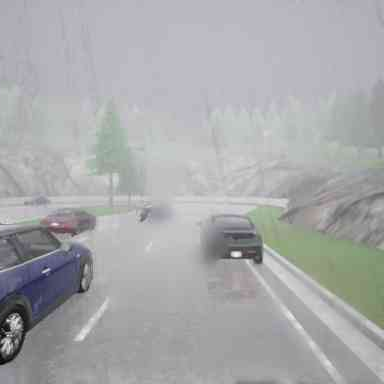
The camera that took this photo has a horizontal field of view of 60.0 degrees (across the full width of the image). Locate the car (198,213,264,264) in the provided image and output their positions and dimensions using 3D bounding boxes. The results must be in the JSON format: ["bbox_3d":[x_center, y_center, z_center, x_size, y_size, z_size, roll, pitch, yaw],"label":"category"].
[{"bbox_3d":[1.270,1.516,11.842,1.837,1.490,4.892,0,0,0],"label":"car"}]

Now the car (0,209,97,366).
[{"bbox_3d":[-3.378,1.357,5.984,2.097,1.767,4.553,0,0,0],"label":"car"}]

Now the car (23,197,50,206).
[{"bbox_3d":[-25.867,1.552,55.503,1.837,1.490,4.892,0,0,17],"label":"car"}]

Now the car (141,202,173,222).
[{"bbox_3d":[-2.758,1.548,26.347,1.812,1.442,4.674,0,0,6],"label":"car"}]
